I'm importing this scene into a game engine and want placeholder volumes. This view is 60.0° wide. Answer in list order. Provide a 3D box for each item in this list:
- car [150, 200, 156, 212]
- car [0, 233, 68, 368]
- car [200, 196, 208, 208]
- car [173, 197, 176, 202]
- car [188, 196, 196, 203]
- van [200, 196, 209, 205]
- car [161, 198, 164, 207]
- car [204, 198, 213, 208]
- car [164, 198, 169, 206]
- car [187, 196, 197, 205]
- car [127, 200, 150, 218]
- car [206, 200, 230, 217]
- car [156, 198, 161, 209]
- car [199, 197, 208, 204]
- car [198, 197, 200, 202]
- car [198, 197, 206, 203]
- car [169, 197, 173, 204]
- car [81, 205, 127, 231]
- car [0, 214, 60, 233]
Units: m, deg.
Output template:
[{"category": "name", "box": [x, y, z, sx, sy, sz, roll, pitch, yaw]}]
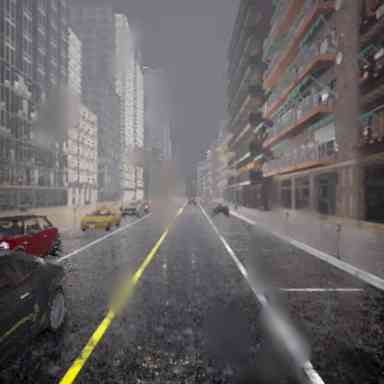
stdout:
[{"category": "car", "box": [-5.682, 1.636, 38.039, 1.967, 1.590, 4.097, 0, 0, 0]}, {"category": "car", "box": [-3.085, 1.546, 4.143, 1.812, 1.442, 4.674, 0, 0, 0]}, {"category": "car", "box": [2.702, 1.729, 54.633, 1.967, 1.590, 4.097, 0, 0, 0]}, {"category": "car", "box": [-5.670, 2.017, 87.661, 1.752, 1.417, 4.829, 0, 0, 0]}, {"category": "car", "box": [0.019, 1.819, 78.255, 1.837, 1.490, 4.892, 0, 0, 0]}, {"category": "van", "box": [2.706, 1.731, 71.232, 1.690, 1.788, 3.998, 0, 0, 0]}, {"category": "car", "box": [-5.679, 1.802, 49.102, 1.887, 1.381, 4.507, 0, 0, 0]}, {"category": "car", "box": [2.699, 1.747, 38.036, 2.008, 1.369, 4.403, 0, 0, 0]}, {"category": "car", "box": [-5.677, 1.846, 59.998, 1.752, 1.417, 4.829, 0, 0, 0]}, {"category": "car", "box": [0.015, 1.966, 68.221, 1.895, 1.301, 4.718, 0, 0, 0]}, {"category": "car", "box": [-5.683, 1.717, 32.506, 2.008, 1.369, 4.403, 0, 0, 0]}, {"category": "car", "box": [2.697, 1.718, 32.503, 2.008, 1.369, 4.403, 0, 0, 0]}, {"category": "car", "box": [-5.681, 1.777, 43.570, 2.008, 1.369, 4.403, 0, 0, 0]}, {"category": "car", "box": [2.707, 1.864, 76.764, 1.967, 1.590, 4.097, 0, 0, 0]}, {"category": "car", "box": [2.705, 1.937, 65.698, 1.802, 1.307, 4.206, 0, 0, 0]}, {"category": "car", "box": [2.710, 2.044, 87.828, 2.008, 1.369, 4.403, 0, 0, 0]}, {"category": "car", "box": [-5.674, 1.971, 71.233, 1.802, 1.307, 4.206, 0, 0, 0]}, {"category": "car", "box": [-5.686, 1.632, 21.270, 1.752, 1.417, 4.829, 0, 0, 0]}, {"category": "car", "box": [-5.689, 1.492, 10.375, 1.967, 1.590, 4.097, 0, 0, 0]}]
